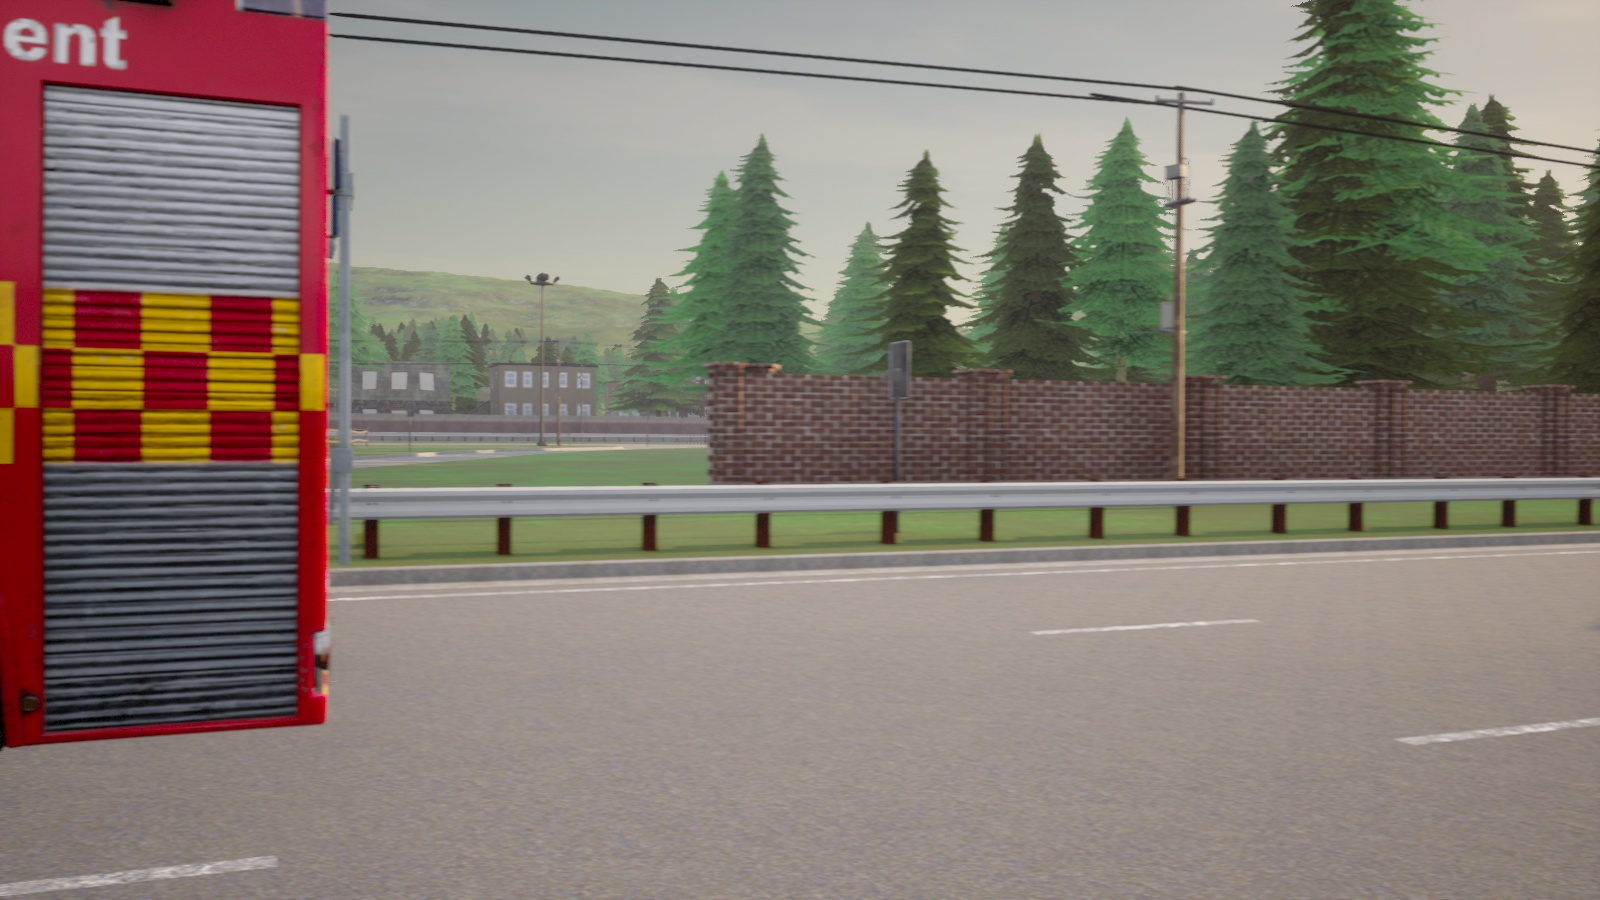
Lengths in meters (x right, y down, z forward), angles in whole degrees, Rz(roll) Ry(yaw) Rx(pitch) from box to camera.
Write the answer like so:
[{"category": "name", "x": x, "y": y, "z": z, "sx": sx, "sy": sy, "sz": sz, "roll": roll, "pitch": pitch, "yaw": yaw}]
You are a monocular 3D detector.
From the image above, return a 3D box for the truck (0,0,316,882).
[{"category": "truck", "x": -6.341, "y": -0.363, "z": 4.562, "sx": 8.468, "sy": 3.827, "sz": 2.891, "roll": -1, "pitch": 1, "yaw": -21}]
